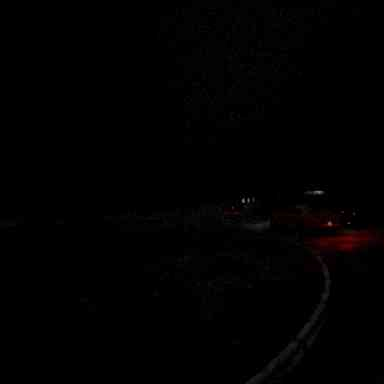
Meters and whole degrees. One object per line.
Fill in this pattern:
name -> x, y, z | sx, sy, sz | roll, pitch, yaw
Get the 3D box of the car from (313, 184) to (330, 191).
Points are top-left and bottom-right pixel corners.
car -> 28.544, -1.022, 73.329 | 4.674, 1.442, 1.812 | -7, 3, -37

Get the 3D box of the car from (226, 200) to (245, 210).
car -> 5.829, 1.677, 44.375 | 1.895, 1.301, 4.718 | -1, 1, 17

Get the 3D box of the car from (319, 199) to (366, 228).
car -> 8.755, 1.339, 21.586 | 2.097, 1.767, 4.553 | -1, 0, -23

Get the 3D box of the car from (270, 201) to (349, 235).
car -> 6.297, 1.503, 19.176 | 1.882, 1.535, 5.008 | -1, -1, -15
